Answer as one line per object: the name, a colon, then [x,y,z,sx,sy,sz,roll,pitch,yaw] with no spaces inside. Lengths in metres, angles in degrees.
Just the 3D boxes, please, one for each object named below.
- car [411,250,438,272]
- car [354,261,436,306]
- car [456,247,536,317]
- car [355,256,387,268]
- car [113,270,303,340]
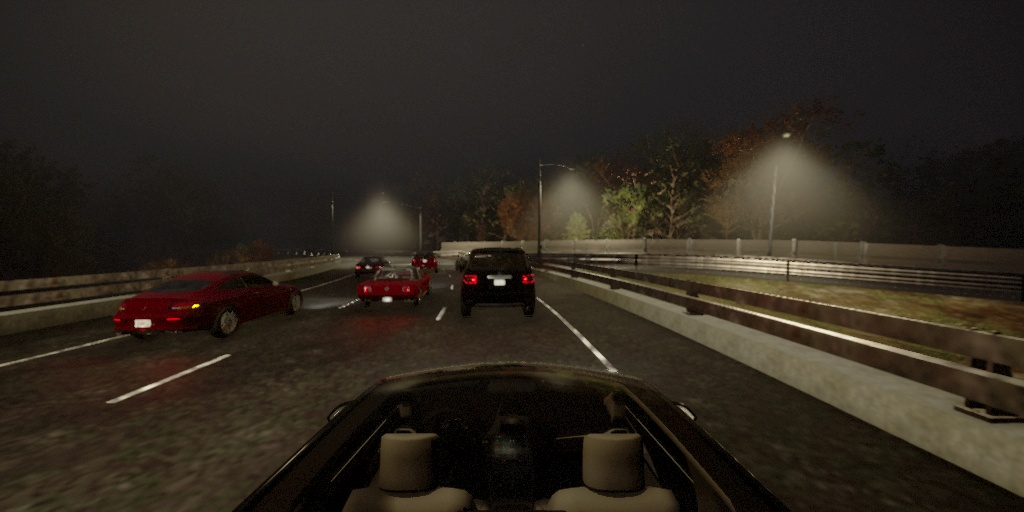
car: [-7.479,0.391,30.574,2.097,1.767,4.553,-1,2,-15]
car: [-4.252,1.055,13.760,1.895,1.301,4.718,0,1,-6]
car: [-0.560,0.714,12.088,2.150,2.045,5.566,0,2,-5]
car: [-9.823,0.716,25.526,2.033,1.411,5.357,0,1,-13]
car: [-7.351,1.096,9.282,1.812,1.442,4.674,0,1,-4]
